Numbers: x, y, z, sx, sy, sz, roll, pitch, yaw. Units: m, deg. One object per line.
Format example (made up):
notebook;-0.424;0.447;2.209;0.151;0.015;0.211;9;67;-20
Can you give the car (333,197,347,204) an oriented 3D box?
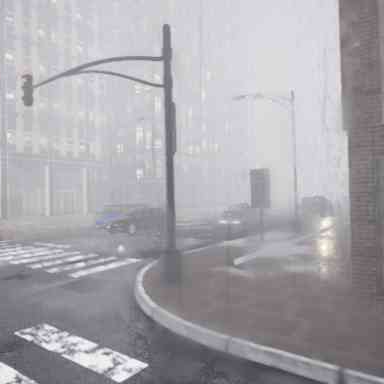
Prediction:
car;34.096;1.957;76.718;2.008;1.369;4.403;-2;-1;36

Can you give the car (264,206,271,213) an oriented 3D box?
car;8.099;1.846;40.507;1.752;1.417;4.829;-2;-1;36

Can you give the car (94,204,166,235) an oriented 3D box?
car;-3.212;1.712;20.309;1.837;1.490;4.892;-2;-1;36

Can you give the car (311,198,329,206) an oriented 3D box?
car;24.385;1.922;63.191;2.008;1.369;4.403;-2;-1;36

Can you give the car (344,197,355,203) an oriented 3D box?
car;40.572;2.012;85.736;1.802;1.307;4.206;-2;-1;36

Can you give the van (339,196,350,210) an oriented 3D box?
van;21.473;1.430;44.783;1.690;1.788;3.998;-2;-1;36

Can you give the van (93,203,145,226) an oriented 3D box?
van;-4.755;1.628;22.612;1.690;1.788;3.998;-2;-1;36

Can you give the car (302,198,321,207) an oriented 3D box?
car;21.048;1.886;58.544;1.752;1.417;4.829;-2;-1;36

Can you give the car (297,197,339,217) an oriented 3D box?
car;11.761;1.376;31.256;2.192;1.841;5.009;-2;-1;36

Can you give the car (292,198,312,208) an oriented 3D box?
car;17.907;1.790;54.174;1.967;1.590;4.097;-2;-1;36

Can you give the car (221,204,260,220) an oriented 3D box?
car;4.413;1.791;30.926;1.994;1.385;4.181;-2;-1;36
